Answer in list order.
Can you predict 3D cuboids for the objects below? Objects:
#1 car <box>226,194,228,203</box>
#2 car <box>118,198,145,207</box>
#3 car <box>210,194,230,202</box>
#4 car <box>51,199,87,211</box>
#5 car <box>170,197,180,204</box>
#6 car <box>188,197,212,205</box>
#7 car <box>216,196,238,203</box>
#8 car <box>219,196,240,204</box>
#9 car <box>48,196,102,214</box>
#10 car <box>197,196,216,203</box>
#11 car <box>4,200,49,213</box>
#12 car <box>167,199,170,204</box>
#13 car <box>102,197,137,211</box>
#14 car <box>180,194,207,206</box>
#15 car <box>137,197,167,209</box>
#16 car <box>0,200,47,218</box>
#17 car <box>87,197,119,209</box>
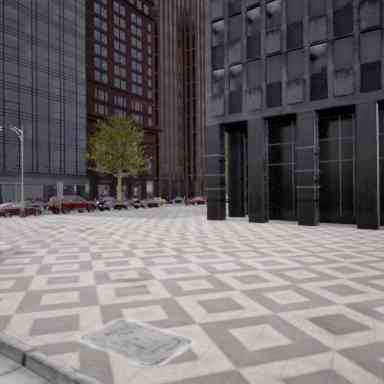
[{"bbox_3d":[3.826,1.222,57.154,2.192,1.841,5.009,-1,0,35],"label":"car"},{"bbox_3d":[-9.584,1.612,52.697,1.802,1.307,4.206,-1,0,35],"label":"car"},{"bbox_3d":[6.397,1.295,75.929,2.192,1.841,5.009,-1,0,35],"label":"car"},{"bbox_3d":[-15.977,1.641,43.405,1.802,1.307,4.206,-1,0,35],"label":"car"},{"bbox_3d":[-3.191,1.574,61.990,1.947,1.339,4.313,-1,0,35],"label":"car"},{"bbox_3d":[1.478,1.539,58.274,1.895,1.301,4.718,-1,0,34],"label":"car"},{"bbox_3d":[7.141,1.469,66.503,2.033,1.411,5.357,-1,0,35],"label":"car"},{"bbox_3d":[7.024,1.463,61.797,1.947,1.339,4.313,-1,0,35],"label":"car"},{"bbox_3d":[-12.154,1.289,33.926,2.192,1.841,5.009,-1,0,35],"label":"car"},{"bbox_3d":[3.202,1.534,71.282,1.887,1.381,4.507,-1,0,35],"label":"car"},{"bbox_3d":[-19.173,1.641,38.760,1.947,1.339,4.313,-1,0,35],"label":"car"},{"bbox_3d":[-6.484,1.544,57.203,1.752,1.417,4.829,-1,0,35],"label":"car"},{"bbox_3d":[-8.956,1.524,38.570,1.947,1.339,4.313,-1,0,35],"label":"car"},{"bbox_3d":[0.631,1.462,52.507,1.887,1.381,4.507,-1,0,35],"label":"car"},{"bbox_3d":[-5.760,1.508,43.215,1.947,1.339,4.313,-1,0,35],"label":"car"},{"bbox_3d":[-15.348,1.576,29.279,1.802,1.307,4.206,-1,0,35],"label":"car"},{"bbox_3d":[-12.782,1.483,48.051,1.967,1.590,4.097,-1,0,35],"label":"car"}]
